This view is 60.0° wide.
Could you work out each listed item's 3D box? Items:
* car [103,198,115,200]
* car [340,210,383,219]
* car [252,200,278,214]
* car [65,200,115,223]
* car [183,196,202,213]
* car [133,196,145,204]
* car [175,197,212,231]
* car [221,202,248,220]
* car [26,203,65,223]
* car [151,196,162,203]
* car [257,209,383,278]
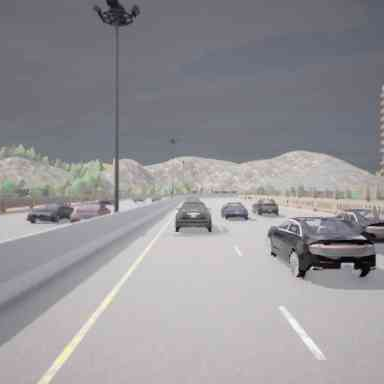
[{"bbox_3d":[-14.060,1.603,55.791,1.895,1.301,4.718,0,0,1],"label":"car"},{"bbox_3d":[7.096,1.492,14.243,2.128,1.511,4.902,0,0,0],"label":"car"},{"bbox_3d":[7.091,1.492,32.494,2.128,1.511,4.902,0,0,0],"label":"car"},{"bbox_3d":[-7.104,1.527,23.781,1.812,1.442,4.674,0,0,0],"label":"car"},{"bbox_3d":[0.089,1.353,38.553,2.097,1.767,4.553,0,0,0],"label":"car"},{"bbox_3d":[-10.521,1.487,66.418,1.837,1.490,4.892,0,0,0],"label":"car"},{"bbox_3d":[0.094,1.353,20.580,2.097,1.767,4.553,0,0,0],"label":"car"},{"bbox_3d":[3.592,1.565,28.563,1.994,1.385,4.181,0,0,0],"label":"car"},{"bbox_3d":[-10.606,1.549,25.505,2.033,1.411,5.357,0,0,0],"label":"car"},{"bbox_3d":[-7.021,1.487,66.419,1.837,1.490,4.892,0,0,0],"label":"car"},{"bbox_3d":[3.597,1.492,10.118,2.128,1.511,4.902,0,0,0],"label":"car"}]
